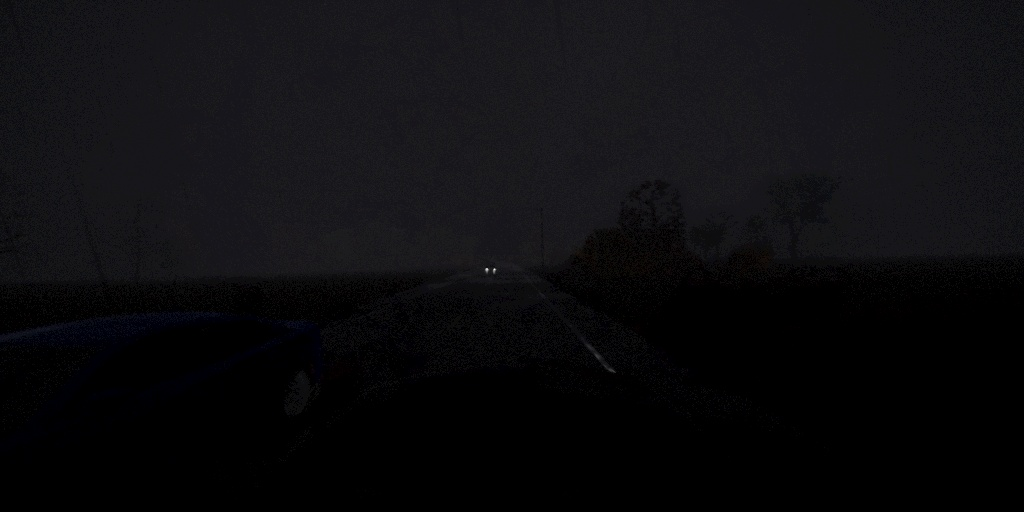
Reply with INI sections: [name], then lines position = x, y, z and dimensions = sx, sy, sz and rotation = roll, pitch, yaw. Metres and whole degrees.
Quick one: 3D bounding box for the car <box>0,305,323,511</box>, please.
[car]
position = -3.613, 1.296, 3.038
dimensions = 1.882, 1.535, 5.008
rotation = -1, 0, 0
